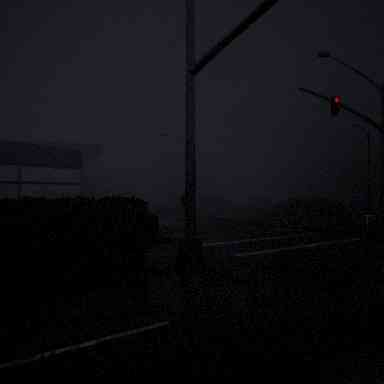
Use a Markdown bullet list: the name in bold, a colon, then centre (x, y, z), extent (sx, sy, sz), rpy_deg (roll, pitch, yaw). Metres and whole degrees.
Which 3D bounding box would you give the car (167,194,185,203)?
- **car**: centre (-2.634, 1.097, 65.428), extent (4.605, 1.855, 1.932), rpy_deg (0, 0, -35)

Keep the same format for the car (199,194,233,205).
- **car**: centre (3.944, 1.298, 54.826), extent (4.514, 1.523, 2.007), rpy_deg (0, 0, -35)

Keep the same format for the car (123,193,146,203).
- **car**: centre (-10.961, 1.077, 63.595), extent (3.866, 1.878, 1.905), rpy_deg (0, 0, -35)

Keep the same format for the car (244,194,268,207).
- **car**: centre (9.654, 1.320, 46.625), extent (3.633, 1.501, 1.845), rpy_deg (0, 0, -35)

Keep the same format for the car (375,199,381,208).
- **car**: centre (25.542, 1.384, 43.130), extent (3.806, 1.475, 1.970), rpy_deg (0, 0, -35)

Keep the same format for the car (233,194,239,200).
- **car**: centre (9.441, 1.232, 77.918), extent (3.806, 1.475, 1.970), rpy_deg (0, 0, -35)

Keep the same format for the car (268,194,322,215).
- **car**: centre (10.184, 1.330, 32.521), extent (5.027, 1.636, 2.152), rpy_deg (0, 0, -35)

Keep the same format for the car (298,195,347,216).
- **car**: centre (12.030, 1.340, 29.984), extent (4.514, 1.523, 2.007), rpy_deg (0, 0, -35)

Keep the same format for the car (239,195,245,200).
- **car**: centre (13.395, 1.154, 72.853), extent (5.027, 1.636, 2.152), rpy_deg (0, 0, -35)

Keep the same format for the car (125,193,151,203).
- **car**: centre (-9.550, 1.361, 60.523), extent (3.806, 1.475, 1.970), rpy_deg (0, 0, -35)

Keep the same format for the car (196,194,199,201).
- **car**: centre (1.567, 1.298, 76.863), extent (4.514, 1.523, 2.007), rpy_deg (0, 0, -35)
